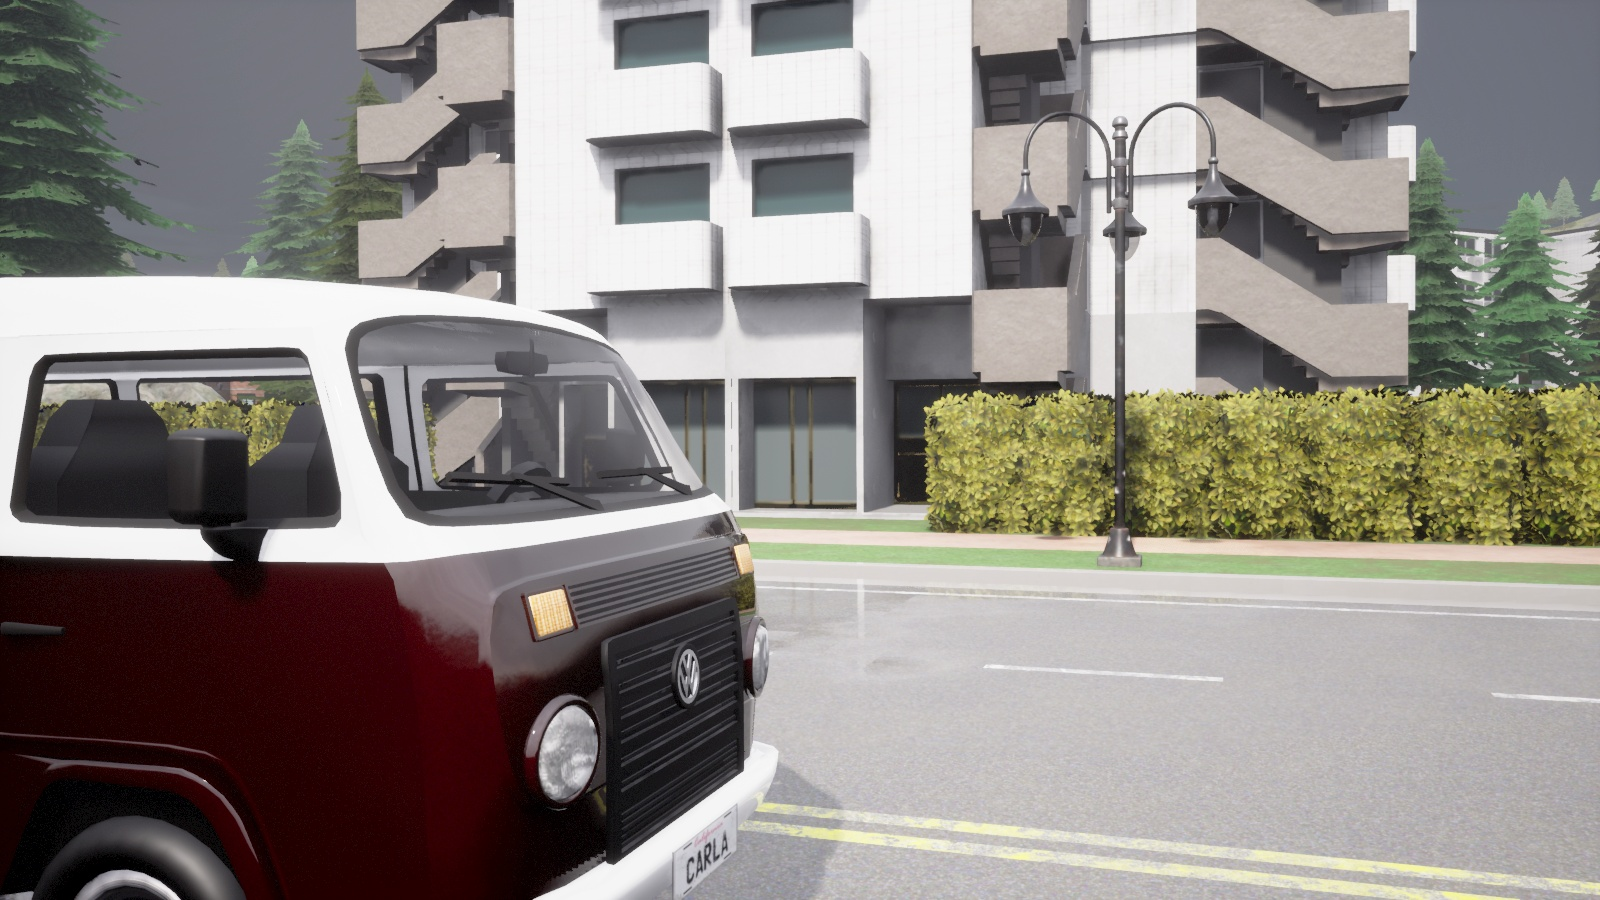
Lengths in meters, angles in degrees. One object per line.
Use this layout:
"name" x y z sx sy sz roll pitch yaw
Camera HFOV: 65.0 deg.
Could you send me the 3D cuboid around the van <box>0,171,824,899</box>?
"van" -2.375 0.477 3.985 4.480 2.038 2.069 1 1 18
